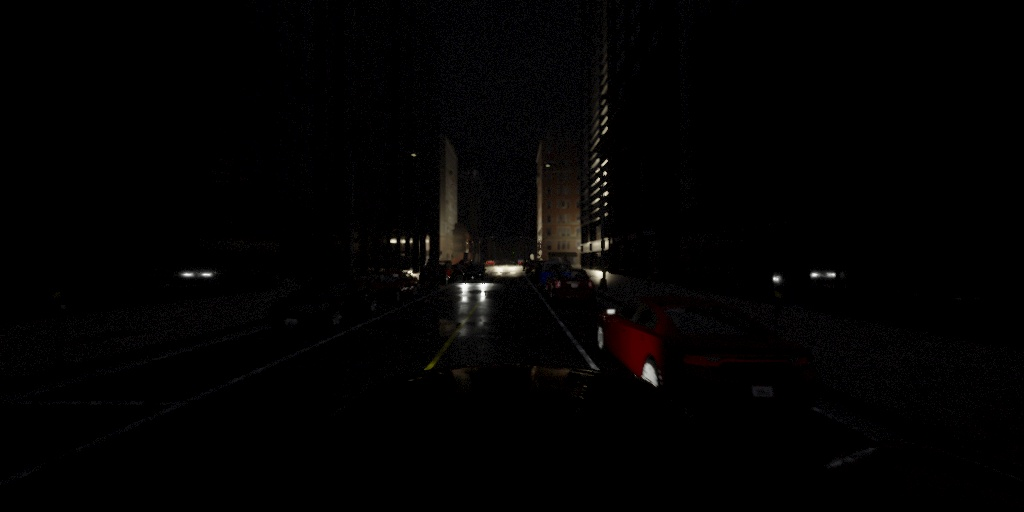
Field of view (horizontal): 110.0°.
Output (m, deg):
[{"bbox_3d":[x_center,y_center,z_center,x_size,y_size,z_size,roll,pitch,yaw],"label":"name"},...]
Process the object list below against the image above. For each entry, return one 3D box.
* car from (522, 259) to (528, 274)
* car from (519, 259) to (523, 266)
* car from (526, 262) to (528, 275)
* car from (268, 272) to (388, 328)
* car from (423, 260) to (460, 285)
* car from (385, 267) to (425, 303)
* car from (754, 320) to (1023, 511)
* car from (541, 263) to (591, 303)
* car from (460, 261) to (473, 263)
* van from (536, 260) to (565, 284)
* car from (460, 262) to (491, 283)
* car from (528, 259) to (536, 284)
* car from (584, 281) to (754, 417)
[{"bbox_3d":[2.678,1.501,45.418,1.967,1.591,4.097,0,0,0],"label":"car"},{"bbox_3d":[2.681,1.459,56.667,2.192,1.841,5.009,0,0,0],"label":"car"},{"bbox_3d":[2.676,1.530,34.170,2.007,1.370,4.403,0,0,0],"label":"car"},{"bbox_3d":[-5.855,1.385,11.683,1.948,1.339,4.313,0,0,0],"label":"car"},{"bbox_3d":[-5.852,1.254,28.556,2.192,1.841,5.009,0,0,0],"label":"car"},{"bbox_3d":[-5.854,1.404,17.307,1.888,1.381,4.507,0,0,0],"label":"car"},{"bbox_3d":[2.668,1.181,0.426,1.967,1.591,4.097,0,0,0],"label":"car"},{"bbox_3d":[2.672,1.298,17.298,1.967,1.591,4.097,0,0,0],"label":"car"},{"bbox_3d":[-5.849,1.566,39.804,1.888,1.381,4.507,0,0,0],"label":"car"},{"bbox_3d":[2.673,1.239,22.922,1.690,1.789,3.998,0,0,0],"label":"van"},{"bbox_3d":[-3.092,1.461,30.705,1.837,1.490,4.892,0,-1,0],"label":"car"},{"bbox_3d":[2.674,1.253,28.546,2.192,1.841,5.009,0,0,0],"label":"car"},{"bbox_3d":[2.670,1.325,6.050,1.888,1.381,4.507,0,0,0],"label":"car"}]
